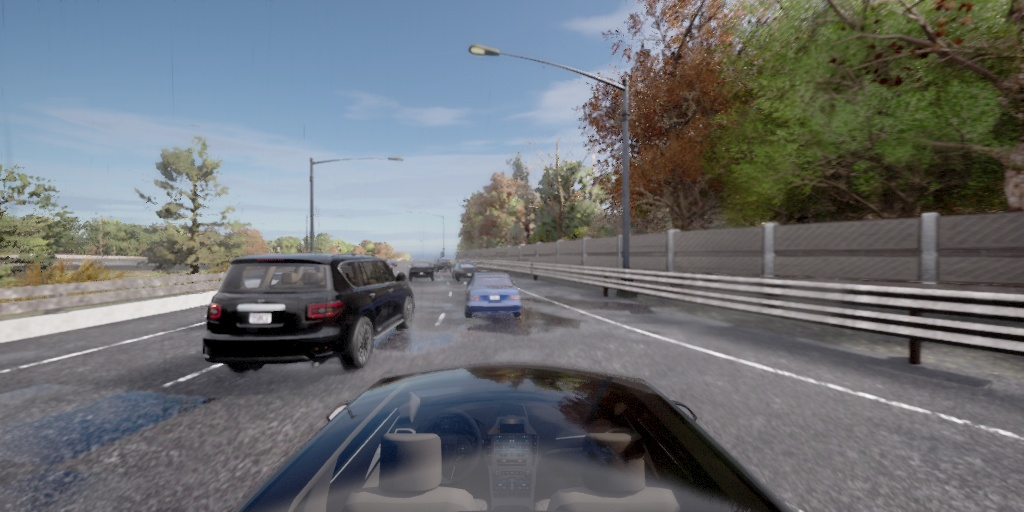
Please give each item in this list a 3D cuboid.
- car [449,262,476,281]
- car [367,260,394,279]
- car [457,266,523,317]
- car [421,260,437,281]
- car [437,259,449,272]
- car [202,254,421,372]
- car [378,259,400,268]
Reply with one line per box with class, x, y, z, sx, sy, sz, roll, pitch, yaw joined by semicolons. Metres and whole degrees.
car;-3.698;1.212;28.642;1.812;1.442;4.674;0;0;-14
car;-12.315;1.194;33.760;2.128;1.511;4.902;0;0;-17
car;-0.777;1.268;13.042;2.033;1.411;5.357;0;0;-6
car;-7.474;1.175;29.580;1.882;1.535;5.008;0;0;-15
car;-8.709;1.163;44.145;1.837;1.490;4.892;0;0;-23
car;-3.729;0.968;7.812;2.150;2.045;5.566;0;0;-3
car;-20.455;1.205;59.491;2.033;1.411;5.357;0;0;-35
